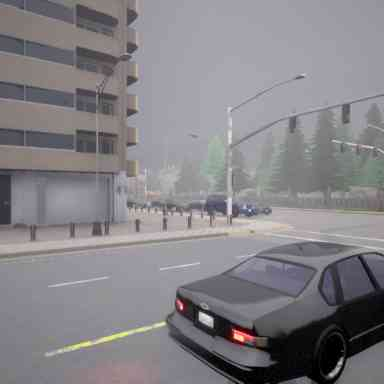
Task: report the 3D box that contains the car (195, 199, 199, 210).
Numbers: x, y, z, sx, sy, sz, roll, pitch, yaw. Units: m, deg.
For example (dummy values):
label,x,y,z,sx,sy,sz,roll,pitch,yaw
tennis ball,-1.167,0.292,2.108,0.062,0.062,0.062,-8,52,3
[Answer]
label,x,y,z,sx,sy,sz,roll,pitch,yaw
car,1.077,1.581,40.976,1.812,1.442,4.674,0,0,-36

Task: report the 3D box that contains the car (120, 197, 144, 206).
label,x,y,z,sx,sy,sz,roll,pitch,yaw
car,-10.385,1.603,56.959,2.033,1.411,5.357,0,0,-35

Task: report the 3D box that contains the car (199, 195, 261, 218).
label,x,y,z,sx,sy,sz,roll,pitch,yaw
car,3.488,1.277,31.624,2.150,2.045,5.566,0,0,-36

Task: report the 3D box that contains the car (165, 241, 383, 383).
label,x,y,z,sx,sy,sz,roll,pitch,yaw
car,2.217,1.547,5.361,5.357,1.411,2.033,0,0,-35

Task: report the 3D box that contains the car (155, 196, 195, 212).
label,x,y,z,sx,sy,sz,roll,pitch,yaw
car,-2.106,1.560,39.393,1.837,1.490,4.892,0,0,-36

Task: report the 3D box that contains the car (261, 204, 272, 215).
label,x,y,z,sx,sy,sz,roll,pitch,yaw
car,6.110,1.619,33.974,1.994,1.385,4.181,0,0,-36

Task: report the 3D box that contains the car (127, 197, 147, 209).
label,x,y,z,sx,sy,sz,roll,pitch,yaw
car,-8.185,1.560,47.846,1.837,1.490,4.892,0,0,-36

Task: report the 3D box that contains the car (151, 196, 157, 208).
label,x,y,z,sx,sy,sz,roll,pitch,yaw
car,-4.164,1.407,48.252,2.097,1.767,4.553,0,0,-36
